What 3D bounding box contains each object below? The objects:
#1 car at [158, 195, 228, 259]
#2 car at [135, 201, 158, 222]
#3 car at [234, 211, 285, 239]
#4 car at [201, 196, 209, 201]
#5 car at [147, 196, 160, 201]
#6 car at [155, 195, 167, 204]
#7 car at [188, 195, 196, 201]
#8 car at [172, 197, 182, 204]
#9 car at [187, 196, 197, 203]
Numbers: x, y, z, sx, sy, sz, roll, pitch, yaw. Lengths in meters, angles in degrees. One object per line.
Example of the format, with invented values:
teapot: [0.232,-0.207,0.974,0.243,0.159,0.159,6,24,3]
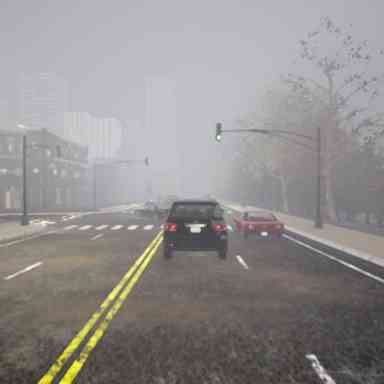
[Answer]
car: [0.112,1.260,12.876,2.150,2.045,5.566,0,0,0]
car: [-2.863,1.682,27.262,1.895,1.301,4.718,0,0,-35]
car: [3.365,1.654,17.630,1.895,1.301,4.718,0,0,0]
car: [3.321,1.672,86.953,1.895,1.301,4.718,0,0,0]
car: [-6.519,1.757,54.228,1.895,1.301,4.718,0,0,0]
car: [-6.443,1.553,69.436,2.097,1.767,4.553,0,0,0]
car: [0.071,1.617,86.926,2.033,1.411,5.357,0,0,0]
car: [-3.191,1.725,70.426,1.812,1.442,4.674,0,0,0]
car: [0.062,1.734,76.507,2.128,1.511,4.902,0,0,0]
